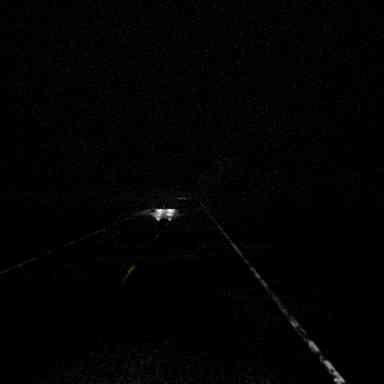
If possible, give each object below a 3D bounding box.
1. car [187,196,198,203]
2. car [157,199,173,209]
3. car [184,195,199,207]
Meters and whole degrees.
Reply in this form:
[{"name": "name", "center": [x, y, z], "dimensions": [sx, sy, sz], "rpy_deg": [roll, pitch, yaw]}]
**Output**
[{"name": "car", "center": [0.102, 1.464, 67.773], "dimensions": [2.033, 1.411, 5.357], "rpy_deg": [0, 0, 0]}, {"name": "car", "center": [-3.586, 1.550, 44.537], "dimensions": [1.895, 1.301, 4.718], "rpy_deg": [0, 0, 0]}, {"name": "car", "center": [0.104, 1.468, 49.304], "dimensions": [1.812, 1.442, 4.674], "rpy_deg": [0, 0, 0]}]
